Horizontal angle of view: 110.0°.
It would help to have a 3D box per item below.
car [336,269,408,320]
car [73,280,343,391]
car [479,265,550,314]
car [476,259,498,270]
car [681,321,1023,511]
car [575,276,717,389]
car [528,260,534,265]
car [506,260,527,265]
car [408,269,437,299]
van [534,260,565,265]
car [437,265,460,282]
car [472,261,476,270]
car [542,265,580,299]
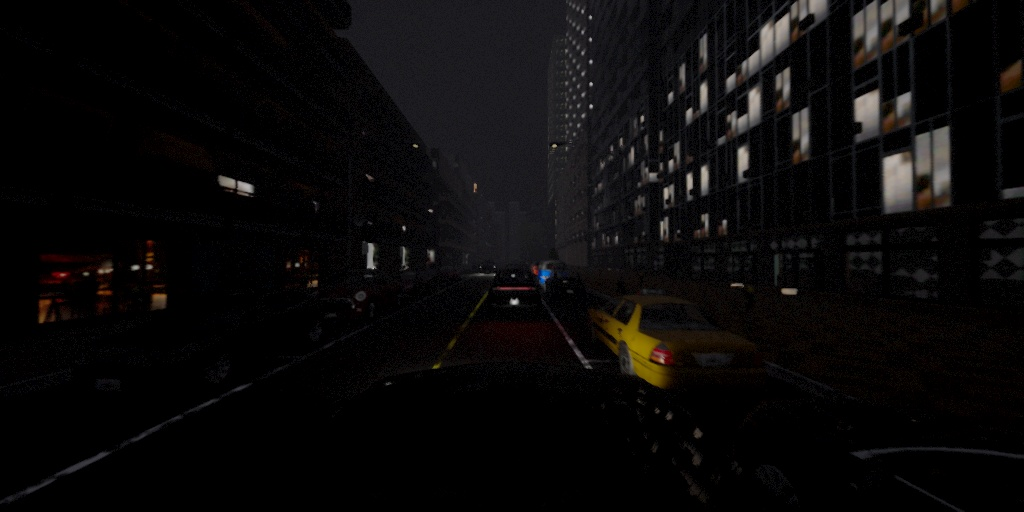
[{"bbox_3d":[-5.315,1.217,12.540,1.967,1.591,4.097,0,0,0],"label":"car"},{"bbox_3d":[-5.315,1.329,6.894,1.948,1.339,4.313,0,0,0],"label":"car"},{"bbox_3d":[0.086,1.272,13.880,2.128,1.511,4.902,0,0,0],"label":"car"},{"bbox_3d":[-2.838,1.211,43.963,2.097,1.767,4.553,0,0,0],"label":"car"},{"bbox_3d":[2.566,1.299,1.061,2.007,1.370,4.403,0,0,0],"label":"car"},{"bbox_3d":[2.566,1.288,6.883,1.751,1.417,4.829,0,0,0],"label":"car"},{"bbox_3d":[2.988,1.189,35.573,2.097,1.767,4.553,0,0,0],"label":"car"},{"bbox_3d":[0.088,1.348,30.184,1.812,1.442,4.674,0,0,0],"label":"car"},{"bbox_3d":[-5.315,1.373,18.187,1.802,1.307,4.207,0,0,0],"label":"car"},{"bbox_3d":[2.566,1.146,23.670,1.690,1.789,3.998,0,0,0],"label":"van"},{"bbox_3d":[-5.314,1.402,29.480,1.802,1.307,4.207,0,0,0],"label":"car"},{"bbox_3d":[-5.323,1.463,57.712,1.948,1.339,4.313,0,0,0],"label":"car"},{"bbox_3d":[2.566,1.341,18.018,2.007,1.370,4.403,0,0,0],"label":"car"}]
